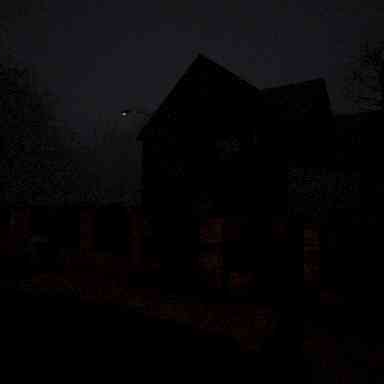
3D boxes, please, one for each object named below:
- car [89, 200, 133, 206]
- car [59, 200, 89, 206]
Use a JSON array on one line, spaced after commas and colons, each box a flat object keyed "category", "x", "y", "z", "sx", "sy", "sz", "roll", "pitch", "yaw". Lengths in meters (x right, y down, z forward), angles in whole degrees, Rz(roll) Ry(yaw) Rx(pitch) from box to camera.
[{"category": "car", "x": -7.998, "y": 1.617, "z": 34.662, "sx": 1.812, "sy": 1.442, "sz": 4.674, "roll": 0, "pitch": 0, "yaw": 35}, {"category": "car", "x": -11.965, "y": 1.593, "z": 34.683, "sx": 1.837, "sy": 1.490, "sz": 4.892, "roll": 0, "pitch": 0, "yaw": 35}]
